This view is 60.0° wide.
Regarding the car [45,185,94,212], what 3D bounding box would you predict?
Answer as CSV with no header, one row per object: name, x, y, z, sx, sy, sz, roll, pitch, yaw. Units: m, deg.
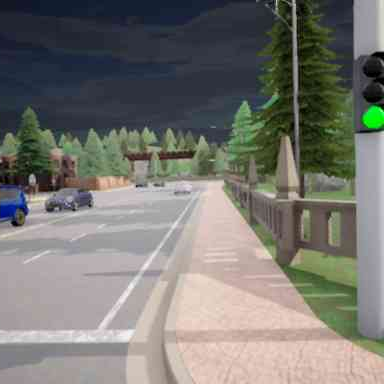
car,-9.056,0.428,24.765,2.097,1.767,4.553,-2,3,4

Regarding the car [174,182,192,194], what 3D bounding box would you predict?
car,-1.040,-0.535,41.168,1.812,1.442,4.674,-2,3,3

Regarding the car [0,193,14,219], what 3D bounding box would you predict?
car,-12.891,0.988,19.404,2.128,1.511,4.902,-2,3,3

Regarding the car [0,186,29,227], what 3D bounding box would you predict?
car,-9.665,0.816,15.019,2.150,2.045,5.566,-2,3,3

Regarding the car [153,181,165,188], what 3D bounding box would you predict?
car,-6.595,-1.578,66.547,1.994,1.385,4.181,-2,3,4

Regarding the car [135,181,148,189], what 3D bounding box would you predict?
car,-10.085,-1.463,66.589,2.033,1.411,5.357,-2,3,4
